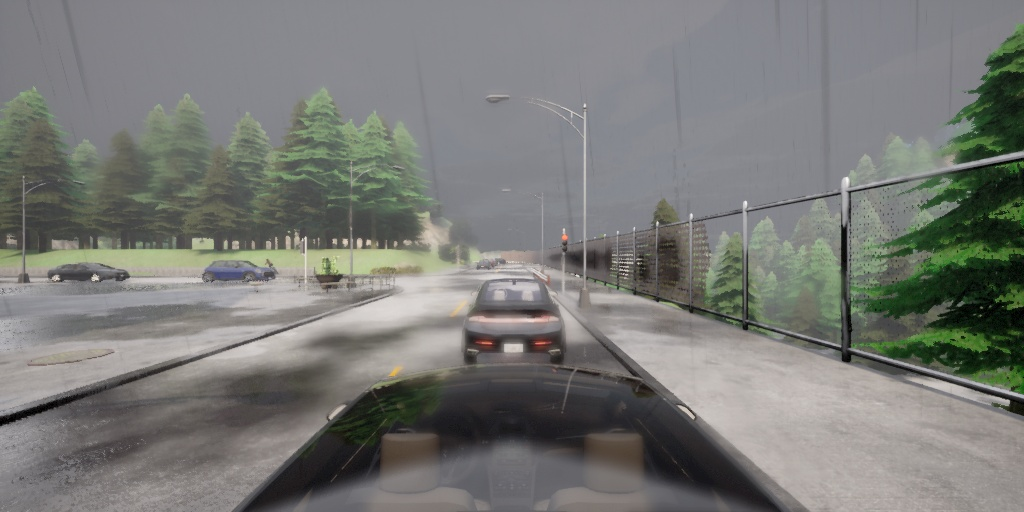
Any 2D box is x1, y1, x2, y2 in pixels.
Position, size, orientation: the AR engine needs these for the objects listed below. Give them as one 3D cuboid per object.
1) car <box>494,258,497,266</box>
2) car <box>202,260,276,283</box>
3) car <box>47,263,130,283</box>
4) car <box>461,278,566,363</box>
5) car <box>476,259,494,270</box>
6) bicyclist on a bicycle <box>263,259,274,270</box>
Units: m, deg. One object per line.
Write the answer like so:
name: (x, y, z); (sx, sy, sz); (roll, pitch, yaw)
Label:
car: (-4.056, 1.228, 62.022); (1.882, 1.535, 5.008); (0, 0, 0)
car: (-20.574, 1.101, 27.165); (4.553, 1.767, 2.097); (0, 0, 0)
car: (-31.999, 1.256, 27.177); (4.892, 1.490, 1.837); (0, 0, 0)
car: (0.048, 1.241, 8.081); (2.128, 1.511, 4.902); (0, 0, 1)
car: (-4.084, 1.255, 52.501); (1.837, 1.490, 4.892); (0, 0, 0)
bicyclist on a bicycle: (-24.148, 1.099, 35.566); (0.582, 1.620, 1.656); (0, 0, 0)
